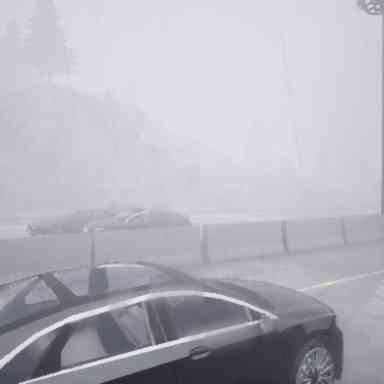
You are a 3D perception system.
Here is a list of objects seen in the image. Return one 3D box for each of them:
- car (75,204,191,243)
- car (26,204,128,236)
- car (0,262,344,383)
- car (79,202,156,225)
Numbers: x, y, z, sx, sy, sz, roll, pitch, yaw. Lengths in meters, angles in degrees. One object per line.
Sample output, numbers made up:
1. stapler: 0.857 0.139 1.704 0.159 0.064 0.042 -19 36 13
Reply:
1. car: -2.328 1.488 14.873 4.902 1.511 2.128 0 0 -32
2. car: -5.480 1.545 17.054 5.357 1.411 2.033 0 0 -33
3. car: -0.468 1.490 3.281 4.902 1.511 2.128 0 0 -35
4. car: -5.579 1.543 25.262 5.357 1.411 2.033 0 0 -32
